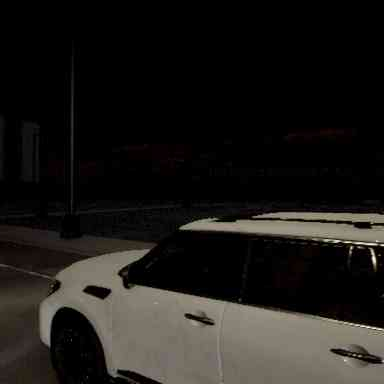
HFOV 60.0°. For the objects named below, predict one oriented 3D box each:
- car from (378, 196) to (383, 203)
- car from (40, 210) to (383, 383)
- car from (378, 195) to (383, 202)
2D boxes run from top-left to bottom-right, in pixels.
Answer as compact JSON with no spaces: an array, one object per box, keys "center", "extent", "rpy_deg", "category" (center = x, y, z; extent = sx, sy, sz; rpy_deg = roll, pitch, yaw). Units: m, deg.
[{"center":[39.922,1.530,67.903],"extent":[2.038,1.542,4.974],"rpy_deg":[1,1,6],"category":"car"},{"center":[0.750,1.218,3.452],"extent":[5.566,2.045,2.150],"rpy_deg":[0,0,35],"category":"car"},{"center":[39.929,1.372,67.952],"extent":[1.853,1.218,4.536],"rpy_deg":[1,1,6],"category":"car"}]
